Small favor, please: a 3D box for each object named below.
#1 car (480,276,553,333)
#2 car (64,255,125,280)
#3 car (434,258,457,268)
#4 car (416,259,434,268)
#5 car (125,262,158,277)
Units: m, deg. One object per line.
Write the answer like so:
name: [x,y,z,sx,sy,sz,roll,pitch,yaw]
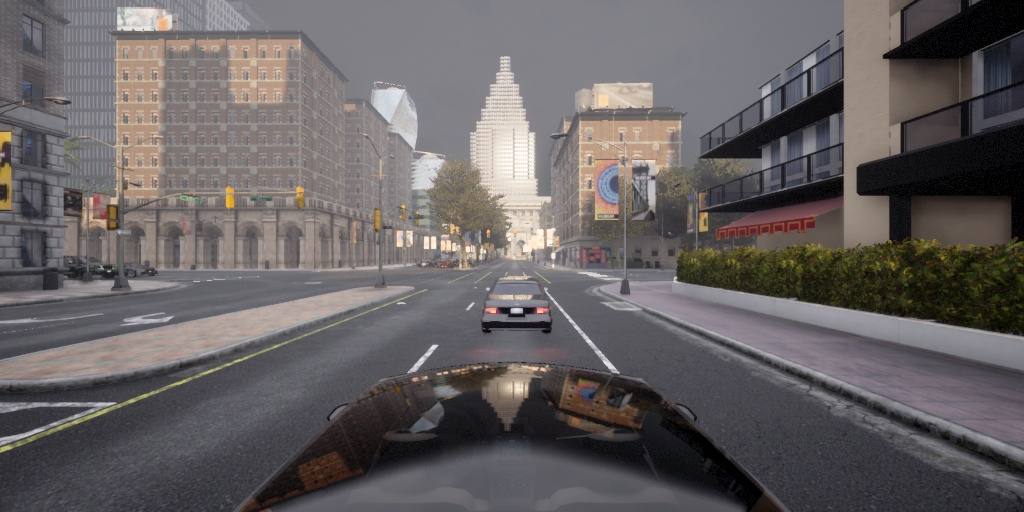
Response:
car: [0.143,1.297,10.709,2.033,1.411,5.357,0,0,1]
car: [-37.615,0.971,31.029,5.566,2.045,2.150,0,0,0]
car: [-11.065,1.102,59.635,2.097,1.767,4.553,0,0,1]
car: [-14.535,1.242,61.520,2.128,1.511,4.902,0,0,1]
car: [-36.838,1.314,34.530,4.181,1.385,1.994,0,0,0]
